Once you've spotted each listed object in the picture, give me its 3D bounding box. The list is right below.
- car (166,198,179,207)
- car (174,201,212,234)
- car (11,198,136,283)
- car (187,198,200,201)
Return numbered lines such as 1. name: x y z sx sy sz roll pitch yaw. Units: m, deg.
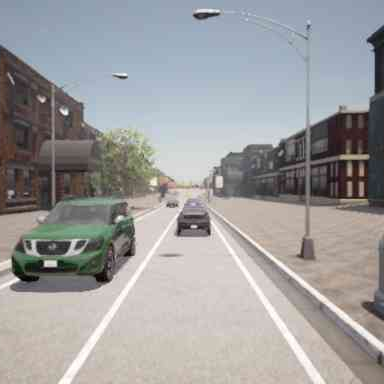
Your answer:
1. car: -3.042 1.664 52.407 2.033 1.411 5.357 0 0 1
2. car: 0.106 1.522 19.344 1.837 1.490 4.892 0 0 0
3. car: -3.097 1.223 10.046 2.150 2.045 5.566 0 0 0
4. car: 0.113 1.443 38.465 2.097 1.767 4.553 0 0 0
